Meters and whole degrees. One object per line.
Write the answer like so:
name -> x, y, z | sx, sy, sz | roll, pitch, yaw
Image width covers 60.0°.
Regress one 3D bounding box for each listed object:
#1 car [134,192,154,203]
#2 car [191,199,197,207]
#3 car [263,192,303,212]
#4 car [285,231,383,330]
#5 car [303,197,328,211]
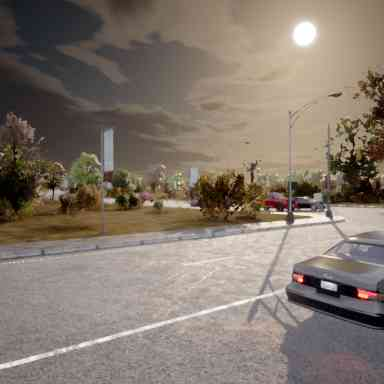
car -> -9.505, 1.029, 64.528 | 2.150, 2.045, 5.566 | -1, 0, -39
car -> 1.688, 1.402, 44.978 | 1.994, 1.385, 4.181 | -1, 1, -39
car -> 8.752, 1.056, 36.284 | 2.150, 2.045, 5.566 | -1, 0, -37
car -> 4.204, 1.527, 6.774 | 5.357, 1.411, 2.033 | 0, 0, -36
car -> 12.631, 1.301, 37.022 | 2.128, 1.511, 4.902 | -1, 0, -39
